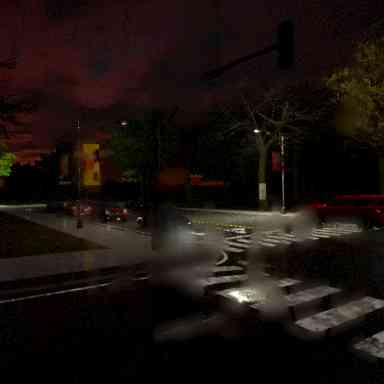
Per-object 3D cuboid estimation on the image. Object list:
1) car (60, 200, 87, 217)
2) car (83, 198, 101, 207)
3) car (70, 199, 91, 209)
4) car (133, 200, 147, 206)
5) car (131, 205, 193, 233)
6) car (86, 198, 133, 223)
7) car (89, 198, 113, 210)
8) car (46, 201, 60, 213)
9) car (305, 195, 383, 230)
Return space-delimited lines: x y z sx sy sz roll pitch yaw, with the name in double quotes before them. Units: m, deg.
"car" -13.087 1.812 37.837 2.097 1.767 4.553 -1 0 -35
"car" -19.365 2.006 64.104 1.837 1.490 4.892 -1 -1 -35
"car" -19.655 2.079 58.701 2.033 1.411 5.357 -1 0 -35
"car" -8.213 1.879 48.208 1.994 1.385 4.181 -1 0 -35
"car" -1.975 1.820 22.069 2.033 1.411 5.357 -1 0 -29
"car" -7.475 1.717 29.819 2.097 1.767 4.553 -1 0 -35
"car" -13.791 1.783 50.392 2.097 1.767 4.553 -1 0 -35
"car" -18.847 2.035 46.141 1.882 1.535 5.008 -1 0 -35
"car" 10.066 1.230 21.412 2.150 2.045 5.566 -2 1 -35
